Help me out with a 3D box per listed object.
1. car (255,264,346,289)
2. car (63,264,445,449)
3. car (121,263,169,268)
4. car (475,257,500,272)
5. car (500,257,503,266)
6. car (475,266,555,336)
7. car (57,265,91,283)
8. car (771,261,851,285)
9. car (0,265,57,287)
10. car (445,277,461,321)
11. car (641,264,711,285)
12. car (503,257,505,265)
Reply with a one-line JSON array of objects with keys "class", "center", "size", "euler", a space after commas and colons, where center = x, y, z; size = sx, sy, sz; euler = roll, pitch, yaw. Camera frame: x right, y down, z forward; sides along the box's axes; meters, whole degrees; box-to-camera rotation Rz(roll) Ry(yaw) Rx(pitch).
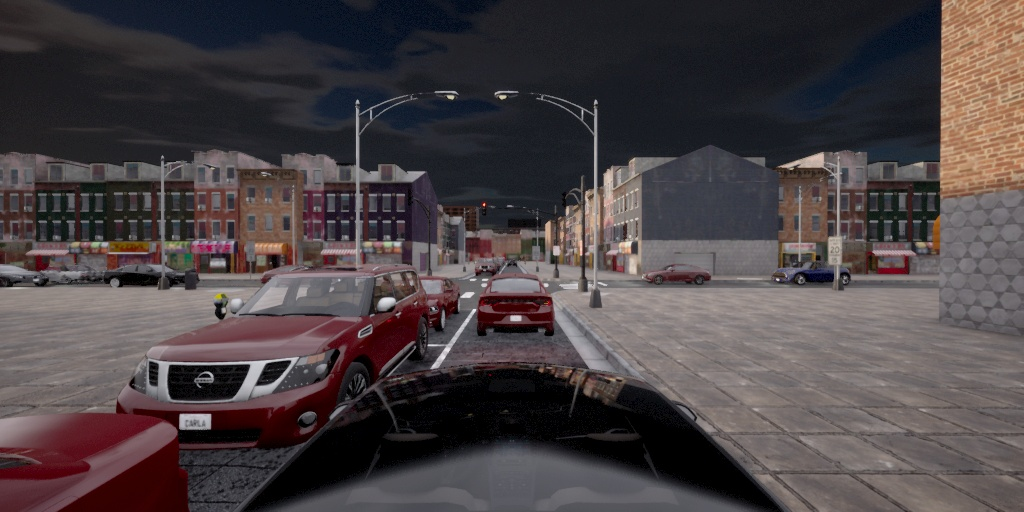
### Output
[{"class": "car", "center": [-13.354, 1.278, 22.837], "size": [4.674, 1.442, 1.812], "euler": [0, 0, -1]}, {"class": "car", "center": [-2.642, 1.064, 5.508], "size": [2.192, 1.841, 5.009], "euler": [0, 0, 0]}, {"class": "car", "center": [-22.812, 1.222, 22.811], "size": [5.008, 1.535, 1.882], "euler": [0, 0, 0]}, {"class": "car", "center": [-2.663, 1.073, 37.351], "size": [2.192, 1.841, 5.009], "euler": [0, 0, 0]}, {"class": "car", "center": [-2.670, 1.081, 48.204], "size": [2.192, 1.841, 5.009], "euler": [0, 0, 0]}, {"class": "car", "center": [0.090, 1.227, 10.405], "size": [1.882, 1.535, 5.008], "euler": [0, 0, 0]}, {"class": "car", "center": [-32.317, 1.321, 25.770], "size": [4.718, 1.301, 1.895], "euler": [0, 0, 0]}, {"class": "car", "center": [21.308, 1.124, 25.711], "size": [4.553, 1.767, 2.097], "euler": [0, 0, 0]}, {"class": "car", "center": [-32.609, 1.266, 22.820], "size": [4.674, 1.442, 1.812], "euler": [0, 0, 0]}, {"class": "car", "center": [-2.645, 1.294, 10.941], "size": [1.888, 1.381, 4.507], "euler": [0, 0, 0]}, {"class": "car", "center": [11.735, 1.284, 25.721], "size": [4.674, 1.442, 1.812], "euler": [0, 0, 2]}, {"class": "car", "center": [-2.682, 1.337, 64.484], "size": [2.007, 1.370, 4.403], "euler": [0, 0, 0]}]
